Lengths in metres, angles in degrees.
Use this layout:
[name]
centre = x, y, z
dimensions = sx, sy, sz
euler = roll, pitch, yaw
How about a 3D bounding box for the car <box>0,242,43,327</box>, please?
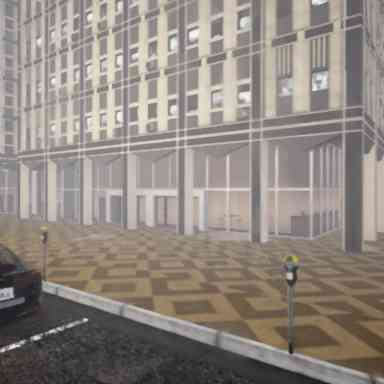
[car]
centre = -4.455, 1.525, 6.062
dimensions = 4.313, 1.339, 1.947
euler = 0, 0, 36
